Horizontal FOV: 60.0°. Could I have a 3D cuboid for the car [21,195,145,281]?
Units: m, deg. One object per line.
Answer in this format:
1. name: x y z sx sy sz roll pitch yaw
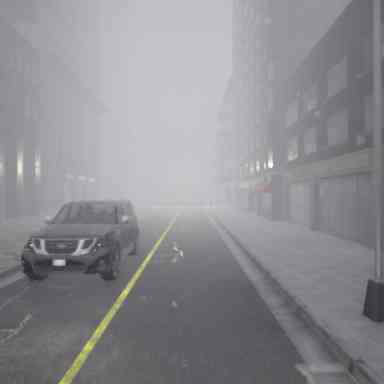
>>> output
1. car: -2.998 1.240 10.269 2.150 2.045 5.566 0 0 0
